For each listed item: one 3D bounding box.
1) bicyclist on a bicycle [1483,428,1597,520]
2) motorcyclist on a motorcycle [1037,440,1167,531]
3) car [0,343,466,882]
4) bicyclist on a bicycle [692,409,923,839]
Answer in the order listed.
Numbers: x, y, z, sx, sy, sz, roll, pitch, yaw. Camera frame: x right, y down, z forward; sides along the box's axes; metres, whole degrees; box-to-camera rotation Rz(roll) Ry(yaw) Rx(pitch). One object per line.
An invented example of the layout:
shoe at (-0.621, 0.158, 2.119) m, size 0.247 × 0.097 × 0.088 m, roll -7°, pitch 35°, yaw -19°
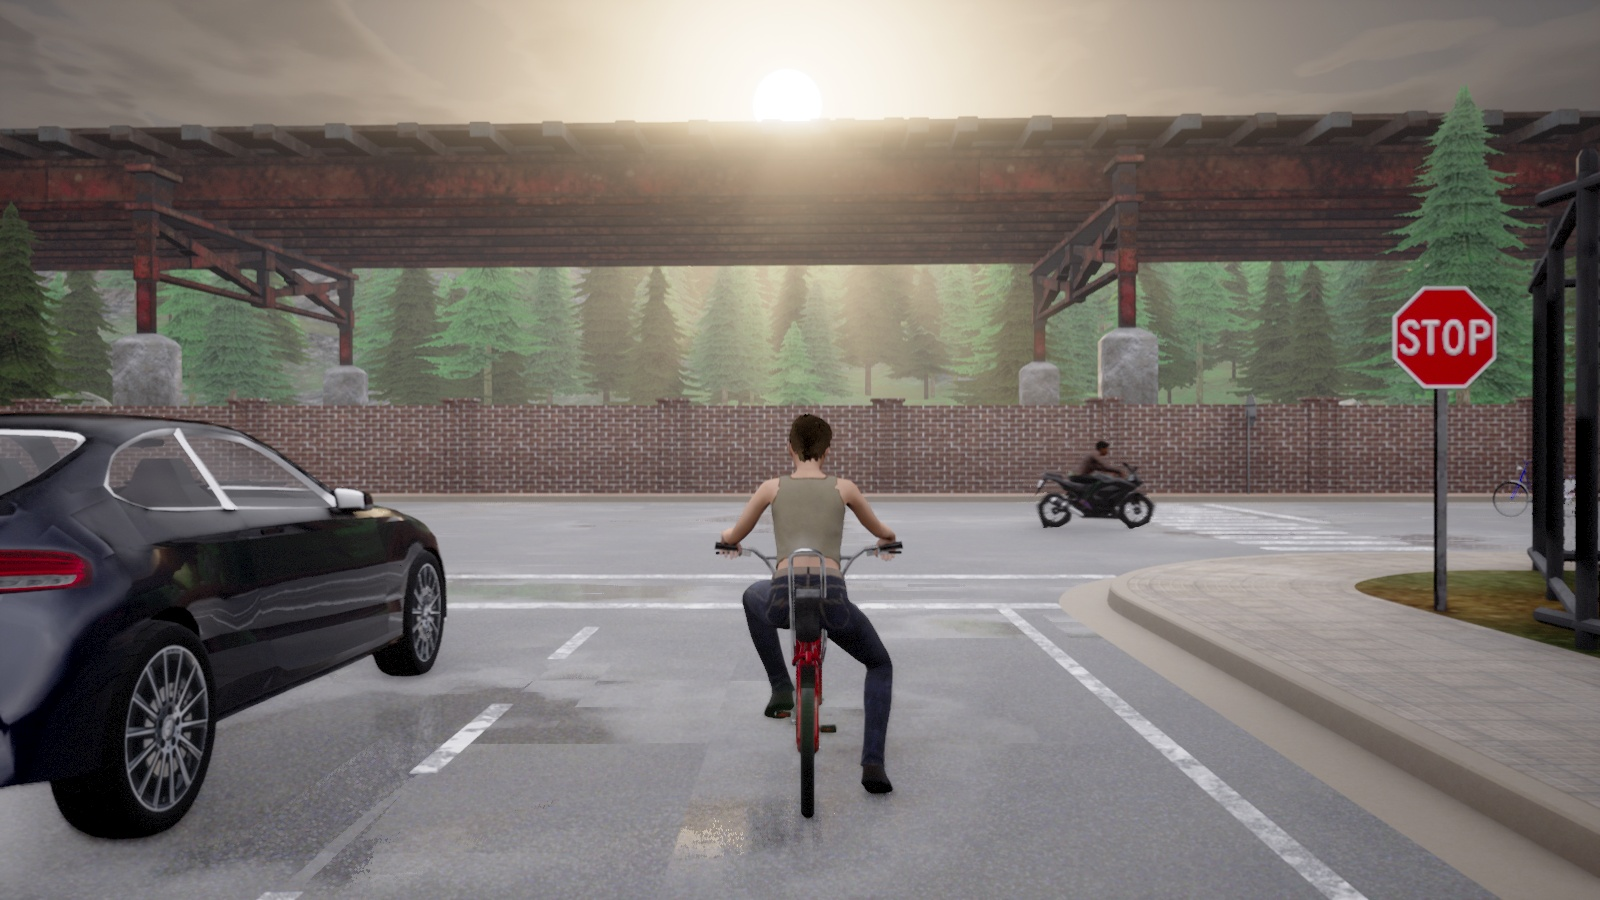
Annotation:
bicyclist on a bicycle at (14.666, 0.467, 24.905) m, size 1.843 × 1.776 × 0.659 m, roll 0°, pitch 0°, yaw 1°
motorcyclist on a motorcycle at (5.162, 0.593, 21.580) m, size 2.044 × 1.523 × 0.797 m, roll 0°, pitch 0°, yaw 1°
car at (-3.450, 0.481, 6.357) m, size 2.152 × 1.651 × 5.027 m, roll 0°, pitch 0°, yaw 0°
bicyclist on a bicycle at (0.038, 0.647, 5.469) m, size 0.866 × 1.612 × 1.509 m, roll 0°, pitch 0°, yaw 1°
